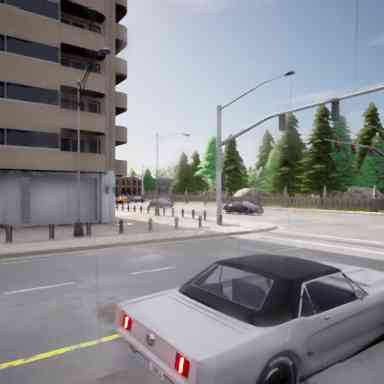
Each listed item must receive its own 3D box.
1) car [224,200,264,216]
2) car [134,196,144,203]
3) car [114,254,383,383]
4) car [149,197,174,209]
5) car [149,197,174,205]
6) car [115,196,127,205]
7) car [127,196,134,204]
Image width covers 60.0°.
[{"bbox_3d":[5.195,1.580,33.734,1.812,1.442,4.674,0,0,-36],"label":"car"},{"bbox_3d":[-11.655,1.579,69.477,1.812,1.442,4.674,0,0,-36],"label":"car"},{"bbox_3d":[1.445,1.601,4.808,4.718,1.301,1.895,0,0,-35],"label":"car"},{"bbox_3d":[-4.442,1.580,47.155,1.812,1.442,4.674,0,0,-36],"label":"car"},{"bbox_3d":[-5.626,1.601,61.120,2.033,1.411,5.357,0,0,-36],"label":"car"},{"bbox_3d":[-14.242,1.722,60.947,1.895,1.301,4.718,0,0,-36],"label":"car"},{"bbox_3d":[-14.271,1.532,67.129,1.882,1.535,5.008,0,0,-36],"label":"car"}]
